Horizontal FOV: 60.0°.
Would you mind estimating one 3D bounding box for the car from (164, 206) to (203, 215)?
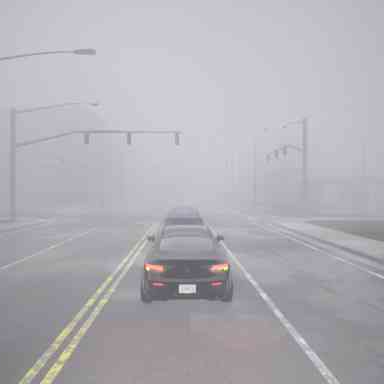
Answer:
[{"bbox_3d":[-0.430,1.478,17.160,1.882,1.535,5.008,0,0,-2],"label":"car"}]

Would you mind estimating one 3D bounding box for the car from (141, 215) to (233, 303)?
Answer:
[{"bbox_3d":[-0.145,1.526,8.111,1.812,1.442,4.674,0,0,-2],"label":"car"}]
